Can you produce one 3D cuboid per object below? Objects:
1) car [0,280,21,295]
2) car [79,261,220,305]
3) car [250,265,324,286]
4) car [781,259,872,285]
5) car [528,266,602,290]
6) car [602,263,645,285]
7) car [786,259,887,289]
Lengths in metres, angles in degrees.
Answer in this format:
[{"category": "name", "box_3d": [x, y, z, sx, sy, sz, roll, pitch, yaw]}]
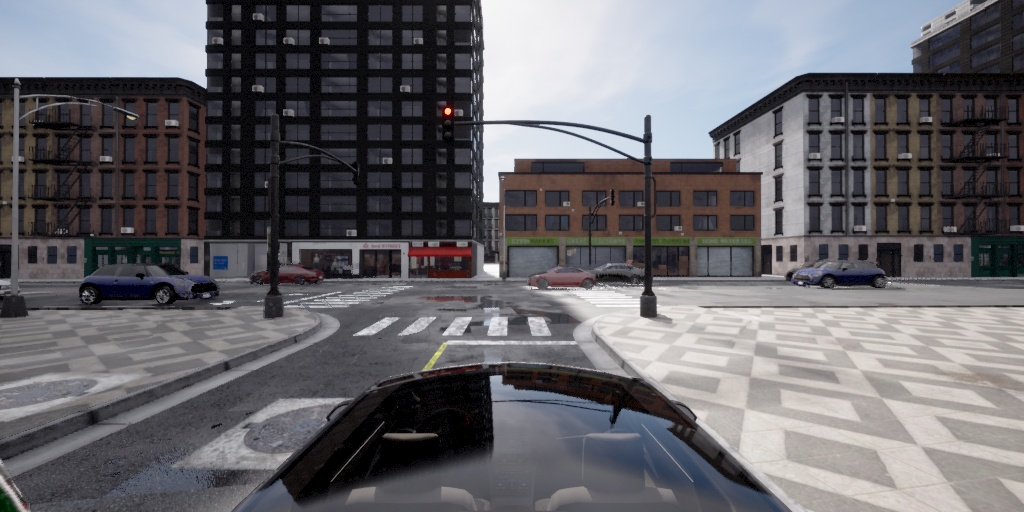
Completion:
[{"category": "car", "box_3d": [-24.098, 1.279, 15.252, 4.674, 1.442, 1.812, 0, 0, 0]}, {"category": "car", "box_3d": [-15.217, 1.088, 15.257, 4.553, 1.767, 2.097, 0, 0, 1]}, {"category": "car", "box_3d": [-15.734, 1.344, 25.227, 4.674, 1.442, 1.812, 0, 0, 0]}, {"category": "car", "box_3d": [22.106, 1.097, 25.346, 4.553, 1.767, 2.097, 0, 0, 0]}, {"category": "car", "box_3d": [3.059, 1.320, 22.035, 4.181, 1.385, 1.994, 0, 0, 0]}, {"category": "car", "box_3d": [7.012, 1.265, 25.299, 4.902, 1.511, 2.128, 0, 0, 0]}, {"category": "car", "box_3d": [20.013, 1.073, 22.094, 4.553, 1.767, 2.097, 0, 0, 0]}]
